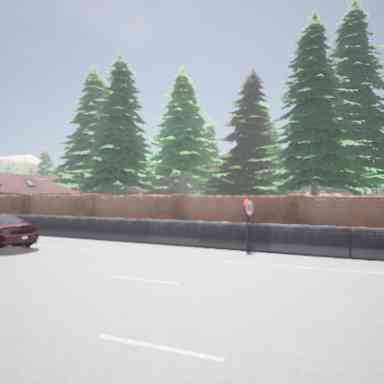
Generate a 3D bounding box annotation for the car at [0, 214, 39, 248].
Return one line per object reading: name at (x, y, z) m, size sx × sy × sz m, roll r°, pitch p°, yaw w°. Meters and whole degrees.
car at (-8.985, 1.697, 14.632) m, size 5.008 × 1.535 × 1.882 m, roll 0°, pitch -1°, yaw 27°
